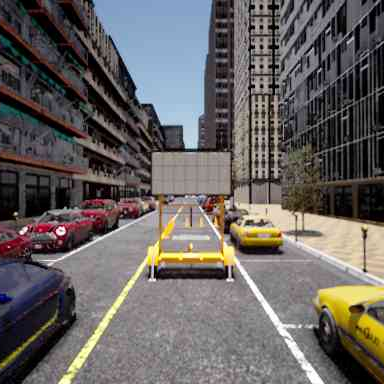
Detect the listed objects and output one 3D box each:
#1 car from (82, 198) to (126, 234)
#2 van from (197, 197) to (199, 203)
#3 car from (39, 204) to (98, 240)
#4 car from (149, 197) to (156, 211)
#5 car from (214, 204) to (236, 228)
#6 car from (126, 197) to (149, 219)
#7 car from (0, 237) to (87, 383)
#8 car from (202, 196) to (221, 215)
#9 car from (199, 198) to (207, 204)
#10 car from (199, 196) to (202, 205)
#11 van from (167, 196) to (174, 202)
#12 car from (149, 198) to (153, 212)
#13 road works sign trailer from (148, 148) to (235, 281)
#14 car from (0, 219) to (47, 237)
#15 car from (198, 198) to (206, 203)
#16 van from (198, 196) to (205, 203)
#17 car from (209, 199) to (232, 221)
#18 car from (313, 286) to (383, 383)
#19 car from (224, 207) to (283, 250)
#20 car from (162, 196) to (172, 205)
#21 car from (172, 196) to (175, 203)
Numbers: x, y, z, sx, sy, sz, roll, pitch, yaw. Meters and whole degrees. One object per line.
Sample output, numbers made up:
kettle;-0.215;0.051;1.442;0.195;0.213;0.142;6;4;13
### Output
car;-5.744;1.412;20.044;2.192;1.841;5.009;0;0;0
van;2.476;1.773;71.038;1.690;1.788;3.998;0;0;0
car;-5.727;1.508;14.379;1.967;1.590;4.097;0;0;0
car;-5.815;1.541;42.697;2.192;1.841;5.009;0;0;0
car;2.634;1.663;20.068;1.947;1.339;4.313;0;0;0
car;-5.779;1.473;31.369;2.192;1.841;5.009;0;0;0
car;-3.012;1.582;4.143;1.994;1.385;4.181;0;0;0
car;2.583;1.505;37.060;2.192;1.841;5.009;0;0;0
car;2.458;2.059;76.700;1.802;1.307;4.206;0;0;0
car;2.547;1.578;48.384;2.192;1.841;5.009;0;0;0
van;-5.975;1.962;93.665;1.690;1.788;3.998;0;-1;0
car;-5.798;1.715;36.862;1.752;1.417;4.829;0;0;0
road works sign trailer;-0.023;0.510;9.934;2.380;3.560;2.880;0;0;0
car;-5.710;1.622;8.716;1.802;1.307;4.206;0;0;0
car;2.440;2.105;82.362;1.802;1.307;4.206;0;0;0
van;2.422;1.911;88.027;1.690;1.788;3.998;0;-1;0
car;2.617;1.567;25.732;1.967;1.590;4.097;0;0;0
car;2.687;1.540;3.250;1.752;1.417;4.829;0;0;0
car;2.652;1.593;14.575;1.752;1.417;4.829;0;0;0
car;-5.905;1.999;71.010;1.947;1.339;4.313;0;0;0
car;-5.958;2.137;87.999;1.947;1.339;4.313;0;0;0
